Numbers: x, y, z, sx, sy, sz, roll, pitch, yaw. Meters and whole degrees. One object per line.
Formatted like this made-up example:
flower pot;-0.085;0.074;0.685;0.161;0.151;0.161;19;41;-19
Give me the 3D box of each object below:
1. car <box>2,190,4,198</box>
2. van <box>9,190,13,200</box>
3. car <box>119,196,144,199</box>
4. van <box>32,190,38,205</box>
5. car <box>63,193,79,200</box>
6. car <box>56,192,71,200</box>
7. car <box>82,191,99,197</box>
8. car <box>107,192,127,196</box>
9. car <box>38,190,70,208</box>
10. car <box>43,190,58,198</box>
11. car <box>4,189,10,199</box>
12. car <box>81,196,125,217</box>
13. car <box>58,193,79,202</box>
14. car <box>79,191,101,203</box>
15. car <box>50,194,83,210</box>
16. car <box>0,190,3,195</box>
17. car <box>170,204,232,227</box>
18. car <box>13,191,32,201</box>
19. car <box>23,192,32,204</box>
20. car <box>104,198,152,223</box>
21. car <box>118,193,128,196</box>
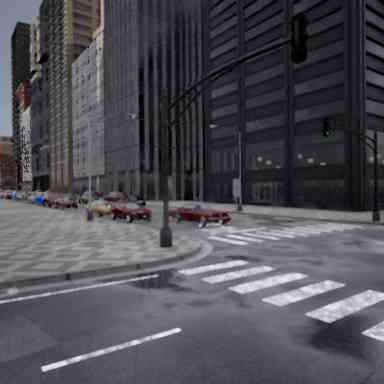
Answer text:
car;-40.805;0.821;74.457;2.008;1.369;4.403;0;1;-36
van;-34.208;0.727;65.343;1.690;1.788;3.998;0;1;-36
car;-5.981;1.330;31.062;1.994;1.385;4.181;-1;1;-35
van;-21.015;0.950;47.120;1.690;1.788;3.998;0;1;-36
car;-24.002;0.914;65.786;1.802;1.307;4.206;0;1;-36
car;-27.301;0.820;70.341;1.887;1.381;4.507;0;1;-36
car;-15.427;1.037;49.461;2.128;1.511;4.902;-1;1;-35
car;-10.809;0.866;47.559;2.192;1.841;5.009;0;1;-36
car;-17.717;0.976;42.563;2.192;1.841;5.009;0;1;-36
car;-33.896;0.475;79.450;2.192;1.841;5.009;0;1;-36
car;-37.506;0.643;69.899;2.192;1.841;5.009;0;1;-36
car;-7.722;1.334;28.758;1.752;1.417;4.829;0;1;-36
car;-21.427;0.940;57.665;2.128;1.511;4.902;-1;1;-36
car;-17.405;0.760;56.671;2.192;1.841;5.009;0;1;-36
car;-14.419;1.256;38.009;1.887;1.381;4.507;0;1;-36
car;-44.103;0.756;79.013;1.887;1.381;4.507;0;1;-36
car;0.487;1.457;22.072;1.895;1.301;4.718;-1;1;-35
car;-30.910;0.883;60.788;1.967;1.590;4.097;0;1;-36
car;-24.314;1.106;51.677;2.008;1.369;4.403;0;1;-36
car;-4.523;1.398;24.340;1.887;1.381;4.507;0;1;-36
car;-7.512;1.167;43.006;1.947;1.339;4.313;0;1;-36
